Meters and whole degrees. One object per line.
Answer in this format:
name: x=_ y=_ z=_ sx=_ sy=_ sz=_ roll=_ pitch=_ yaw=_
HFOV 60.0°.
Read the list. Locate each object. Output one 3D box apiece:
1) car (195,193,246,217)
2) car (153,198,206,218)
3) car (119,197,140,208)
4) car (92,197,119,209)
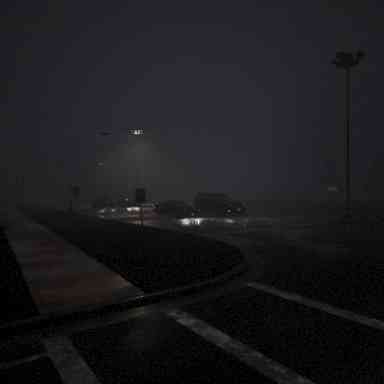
car: x=2.313 y=1.085 z=29.828 sx=2.150 sy=2.045 sz=5.566 roll=0 pitch=1 yaw=-35
car: x=-1.462 y=1.438 z=29.110 sx=2.033 sy=1.411 sz=5.357 roll=0 pitch=0 yaw=-35
car: x=-8.819 y=1.433 z=45.834 sx=1.994 sy=1.385 sz=4.181 roll=0 pitch=0 yaw=-35
car: x=-11.806 y=1.450 z=44.001 sx=1.812 sy=1.442 sz=4.674 roll=0 pitch=0 yaw=-35
